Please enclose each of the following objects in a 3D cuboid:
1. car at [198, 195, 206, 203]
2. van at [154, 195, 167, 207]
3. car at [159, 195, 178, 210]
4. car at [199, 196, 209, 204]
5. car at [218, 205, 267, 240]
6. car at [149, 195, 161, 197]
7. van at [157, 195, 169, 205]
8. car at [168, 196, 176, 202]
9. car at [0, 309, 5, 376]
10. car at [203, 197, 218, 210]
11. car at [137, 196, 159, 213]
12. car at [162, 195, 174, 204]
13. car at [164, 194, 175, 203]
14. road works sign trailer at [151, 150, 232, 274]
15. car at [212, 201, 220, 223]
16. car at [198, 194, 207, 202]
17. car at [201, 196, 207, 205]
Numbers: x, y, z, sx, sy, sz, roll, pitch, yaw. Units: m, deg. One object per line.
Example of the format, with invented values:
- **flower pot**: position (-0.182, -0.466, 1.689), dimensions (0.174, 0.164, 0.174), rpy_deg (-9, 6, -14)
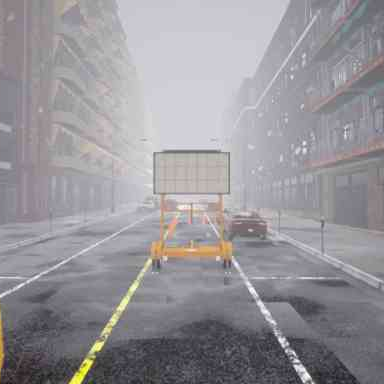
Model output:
- **car**: position (2.603, 1.683, 61.121), dimensions (1.887, 1.381, 4.507), rpy_deg (1, 0, 0)
- **van**: position (-5.274, 1.459, 55.654), dimensions (1.690, 1.788, 3.998), rpy_deg (2, 0, 0)
- **car**: position (-2.836, 1.552, 41.692), dimensions (1.882, 1.535, 5.008), rpy_deg (0, 0, 0)
- **car**: position (2.616, 1.625, 72.183), dimensions (1.967, 1.590, 4.097), rpy_deg (1, 0, 0)
- **car**: position (2.589, 1.564, 16.875), dimensions (1.887, 1.381, 4.507), rpy_deg (1, 0, 0)
- **car**: position (-5.276, 1.398, 44.595), dimensions (2.192, 1.841, 5.009), rpy_deg (2, 0, 0)
- **van**: position (-5.273, 1.480, 61.186), dimensions (1.690, 1.788, 3.998), rpy_deg (1, 0, 0)
- **car**: position (-5.270, 1.829, 88.838), dimensions (1.947, 1.339, 4.313), rpy_deg (1, 0, 0)
- **car**: position (-2.849, 1.478, 1.335), dimensions (1.882, 1.535, 5.008), rpy_deg (0, 0, 0)
- **car**: position (2.596, 1.613, 38.997), dimensions (1.887, 1.381, 4.507), rpy_deg (1, 0, 0)
- **car**: position (-5.284, 1.593, 38.893), dimensions (1.752, 1.417, 4.829), rpy_deg (2, 0, 0)
- **car**: position (-5.269, 1.500, 72.246), dimensions (2.192, 1.841, 5.009), rpy_deg (1, 0, 0)
- **car**: position (-5.267, 1.525, 77.776), dimensions (2.192, 1.841, 5.009), rpy_deg (1, 0, 0)
- **road works sign trailer**: position (-0.007, 0.474, 10.557), dimensions (2.380, 3.560, 2.880), rpy_deg (0, 0, 0)
- **car**: position (2.592, 1.554, 22.577), dimensions (1.752, 1.417, 4.829), rpy_deg (1, 0, 0)
- **car**: position (2.580, 1.550, 83.245), dimensions (2.192, 1.841, 5.009), rpy_deg (1, 0, 0)
- **car**: position (2.597, 1.633, 44.529), dimensions (2.008, 1.369, 4.403), rpy_deg (1, 0, 0)
